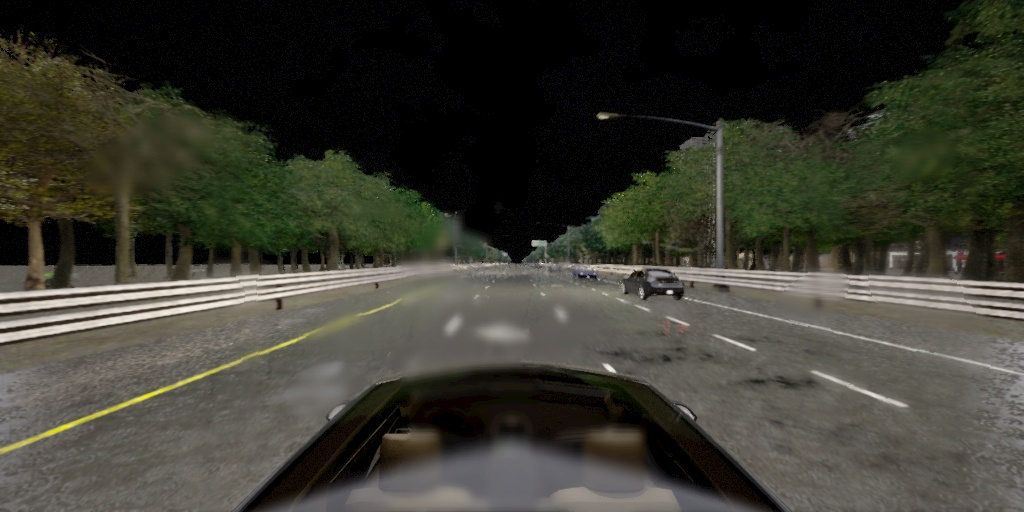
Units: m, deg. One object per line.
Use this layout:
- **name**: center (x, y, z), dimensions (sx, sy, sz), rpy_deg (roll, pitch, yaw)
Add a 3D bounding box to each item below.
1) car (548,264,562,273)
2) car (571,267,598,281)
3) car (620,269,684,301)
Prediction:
- **car**: center (7.210, 2.037, 60.330), dimensions (2.128, 1.511, 4.902), rpy_deg (0, -1, 0)
- **car**: center (7.075, 1.710, 35.538), dimensions (1.895, 1.301, 4.718), rpy_deg (0, -1, 0)
- **car**: center (7.022, 1.395, 18.382), dimensions (1.837, 1.490, 4.892), rpy_deg (0, -1, 0)
